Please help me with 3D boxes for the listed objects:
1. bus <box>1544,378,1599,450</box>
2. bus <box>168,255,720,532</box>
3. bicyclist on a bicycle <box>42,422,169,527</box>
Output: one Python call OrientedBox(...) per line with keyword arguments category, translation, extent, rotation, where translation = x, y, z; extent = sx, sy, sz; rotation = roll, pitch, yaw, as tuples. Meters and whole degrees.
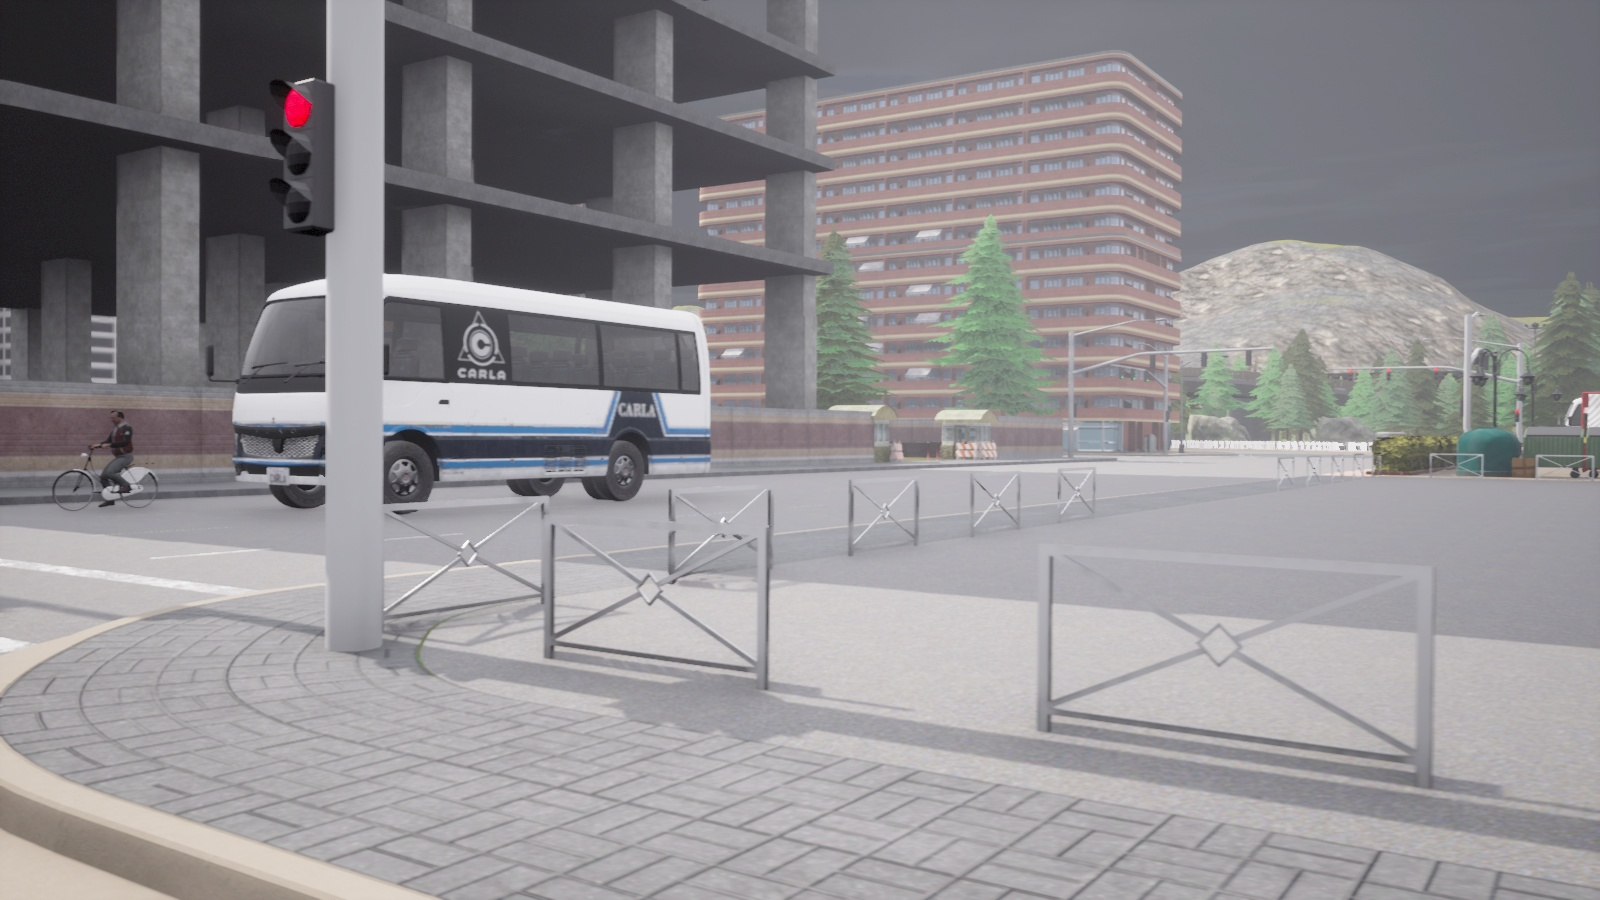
OrientedBox(category="bus", translation=(50.277, -2.121, 74.630), extent=(10.273, 4.253, 3.944), rotation=(0, 1, 32))
OrientedBox(category="bus", translation=(-6.268, -0.943, 24.613), extent=(3.944, 4.253, 10.273), rotation=(0, 1, 33))
OrientedBox(category="bicyclist on a bicycle", translation=(-12.156, 0.400, 22.037), extent=(0.659, 1.776, 1.843), rotation=(0, 1, 33))
